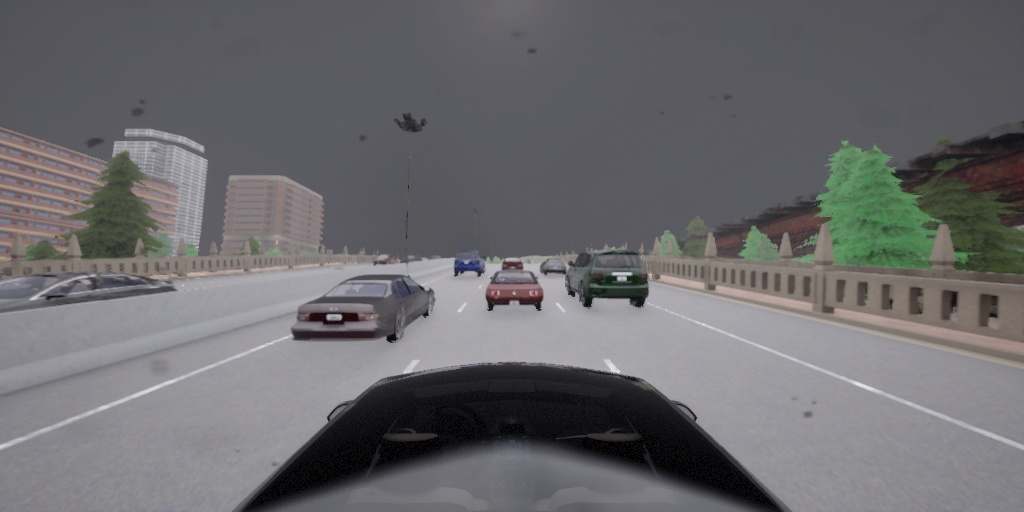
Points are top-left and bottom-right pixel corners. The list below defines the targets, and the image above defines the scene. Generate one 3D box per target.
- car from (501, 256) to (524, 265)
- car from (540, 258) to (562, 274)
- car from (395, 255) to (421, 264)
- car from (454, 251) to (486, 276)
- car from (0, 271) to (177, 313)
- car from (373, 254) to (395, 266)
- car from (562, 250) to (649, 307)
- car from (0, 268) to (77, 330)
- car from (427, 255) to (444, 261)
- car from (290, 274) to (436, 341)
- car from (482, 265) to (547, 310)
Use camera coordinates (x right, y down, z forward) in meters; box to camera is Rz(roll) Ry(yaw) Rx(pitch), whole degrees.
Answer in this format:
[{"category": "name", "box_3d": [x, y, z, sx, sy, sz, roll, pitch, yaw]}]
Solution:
[{"category": "car", "box_3d": [0.048, 0.784, 32.173, 1.882, 1.535, 5.008, 0, 1, 0]}, {"category": "car", "box_3d": [3.550, 0.884, 31.211, 1.994, 1.385, 4.181, 0, 1, 0]}, {"category": "car", "box_3d": [-14.157, 0.591, 50.190, 2.033, 1.411, 5.357, 0, 1, 0]}, {"category": "car", "box_3d": [-3.447, 0.563, 29.788, 2.150, 2.045, 5.566, 0, 1, 0]}, {"category": "car", "box_3d": [-10.611, 1.143, 8.351, 2.128, 1.511, 4.902, 0, 1, 0]}, {"category": "car", "box_3d": [-17.655, 0.528, 49.766, 1.882, 1.535, 5.008, 0, 1, 0]}, {"category": "car", "box_3d": [3.579, 0.787, 14.354, 2.150, 2.045, 5.566, 0, 1, 0]}, {"category": "car", "box_3d": [-14.111, 1.144, 8.281, 2.128, 1.511, 4.902, 0, 1, 0]}, {"category": "car", "box_3d": [-10.658, 0.607, 50.236, 1.994, 1.385, 4.181, 0, 1, 0]}, {"category": "car", "box_3d": [-3.414, 1.185, 9.389, 2.033, 1.411, 5.357, 0, 1, 0]}, {"category": "car", "box_3d": [0.079, 1.176, 13.634, 1.895, 1.301, 4.718, 0, 1, 0]}]
